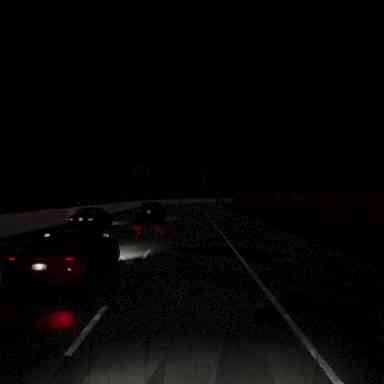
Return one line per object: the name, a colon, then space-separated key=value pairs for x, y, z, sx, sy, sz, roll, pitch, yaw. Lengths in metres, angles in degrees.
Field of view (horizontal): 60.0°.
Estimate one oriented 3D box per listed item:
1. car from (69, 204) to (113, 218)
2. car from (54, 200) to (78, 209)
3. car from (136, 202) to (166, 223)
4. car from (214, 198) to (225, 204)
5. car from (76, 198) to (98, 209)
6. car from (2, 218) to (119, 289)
car: x=-6.901 y=1.781 z=23.136 sx=2.033 sy=1.411 sz=5.357 roll=0 pitch=-1 yaw=0
car: x=-21.062 y=2.108 z=55.798 sx=2.033 sy=1.411 sz=5.357 roll=0 pitch=-1 yaw=1
car: x=-3.401 y=1.636 z=28.310 sx=2.097 sy=1.767 sz=4.553 roll=0 pitch=-1 yaw=0
car: x=7.552 y=2.351 z=89.445 sx=1.801 sy=1.575 sz=5.366 roll=0 pitch=-1 yaw=22
car: x=-17.522 y=1.912 z=55.741 sx=2.097 sy=1.767 sz=4.553 roll=0 pitch=-1 yaw=1
car: x=-3.402 y=1.660 z=9.423 sx=1.994 sy=1.385 sz=4.181 roll=0 pitch=-1 yaw=0
